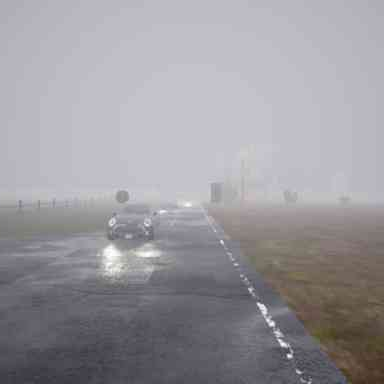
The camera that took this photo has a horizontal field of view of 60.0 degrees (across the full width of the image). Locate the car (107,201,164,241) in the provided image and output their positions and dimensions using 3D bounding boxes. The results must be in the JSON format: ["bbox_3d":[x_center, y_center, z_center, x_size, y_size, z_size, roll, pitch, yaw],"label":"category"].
[{"bbox_3d":[-2.771,1.345,16.729,2.097,1.767,4.553,0,0,0],"label":"car"}]

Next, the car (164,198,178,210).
[{"bbox_3d":[-2.813,1.533,42.820,1.812,1.442,4.674,0,0,0],"label":"car"}]
